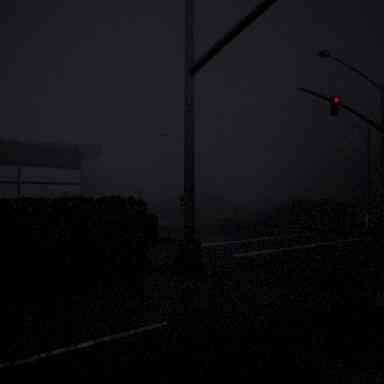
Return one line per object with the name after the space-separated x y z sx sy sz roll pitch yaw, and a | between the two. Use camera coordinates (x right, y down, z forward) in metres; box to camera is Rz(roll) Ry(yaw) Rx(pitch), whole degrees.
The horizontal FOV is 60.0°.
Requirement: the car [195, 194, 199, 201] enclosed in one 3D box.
1.562 1.296 76.838 4.514 1.523 2.007 0 0 -35 | car

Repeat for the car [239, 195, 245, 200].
13.388 1.152 72.824 5.027 1.636 2.152 0 0 -35 | car

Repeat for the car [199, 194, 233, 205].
3.931 1.297 54.801 4.514 1.523 2.007 0 0 -35 | car

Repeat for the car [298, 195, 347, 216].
12.008 1.339 29.956 4.514 1.523 2.007 0 0 -35 | car

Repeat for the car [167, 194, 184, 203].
-2.644 1.096 65.405 4.605 1.855 1.932 0 0 -35 | car

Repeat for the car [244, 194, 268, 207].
9.638 1.318 46.598 3.633 1.501 1.845 0 0 -35 | car

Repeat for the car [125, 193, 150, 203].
-9.562 1.360 60.502 3.806 1.475 1.970 0 0 -35 | car

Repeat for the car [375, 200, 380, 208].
25.525 1.383 43.097 3.806 1.475 1.970 0 0 -35 | car

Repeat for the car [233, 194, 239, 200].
9.436 1.230 77.890 3.806 1.475 1.970 0 0 -35 | car

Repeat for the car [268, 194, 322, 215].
10.163 1.330 32.493 5.027 1.636 2.152 0 0 -35 | car

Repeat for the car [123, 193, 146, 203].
-10.972 1.076 63.575 3.866 1.878 1.905 0 0 -35 | car
